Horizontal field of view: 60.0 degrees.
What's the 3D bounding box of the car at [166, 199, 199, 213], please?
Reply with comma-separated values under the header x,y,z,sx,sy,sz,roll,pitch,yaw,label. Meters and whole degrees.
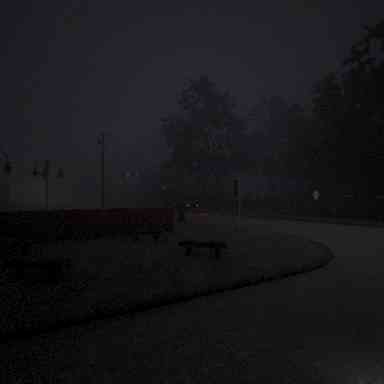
x,y,z,sx,sy,sz,roll,pitch,yaw,label
-1.109,1.526,35.724,1.812,1.442,4.674,0,0,-35,car
